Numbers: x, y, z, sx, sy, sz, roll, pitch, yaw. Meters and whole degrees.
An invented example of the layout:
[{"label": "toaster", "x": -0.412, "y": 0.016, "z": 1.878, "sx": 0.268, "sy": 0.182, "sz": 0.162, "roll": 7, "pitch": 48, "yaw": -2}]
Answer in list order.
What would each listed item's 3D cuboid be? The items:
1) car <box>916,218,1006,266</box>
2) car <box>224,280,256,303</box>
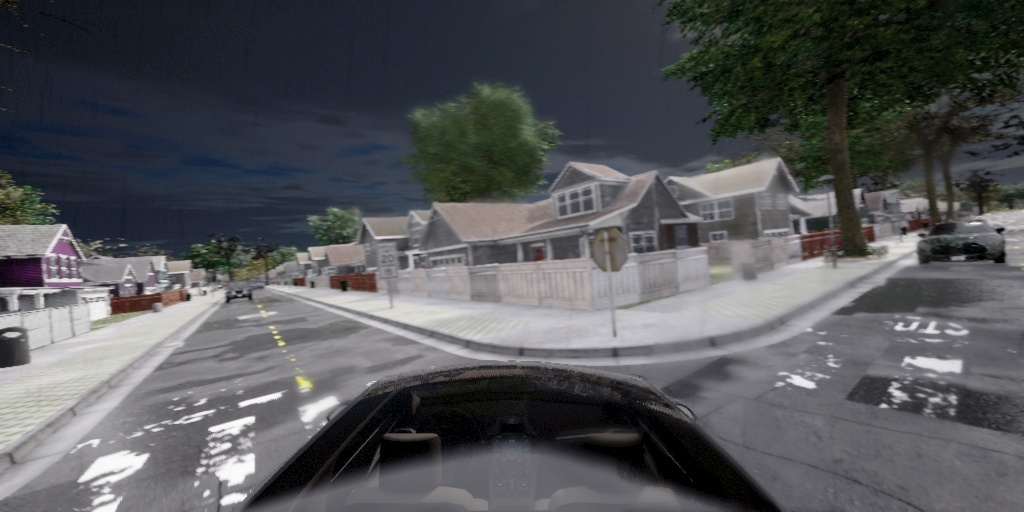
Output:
[{"label": "car", "x": 18.024, "y": -0.662, "z": 14.421, "sx": 4.553, "sy": 1.767, "sz": 2.097, "roll": -5, "pitch": 0, "yaw": -36}, {"label": "car", "x": -28.732, "y": 3.737, "z": 37.752, "sx": 2.150, "sy": 2.045, "sz": 5.566, "roll": -5, "pitch": 0, "yaw": -37}]
